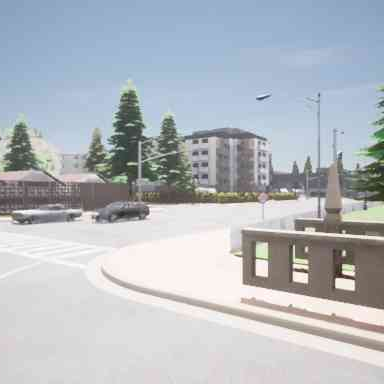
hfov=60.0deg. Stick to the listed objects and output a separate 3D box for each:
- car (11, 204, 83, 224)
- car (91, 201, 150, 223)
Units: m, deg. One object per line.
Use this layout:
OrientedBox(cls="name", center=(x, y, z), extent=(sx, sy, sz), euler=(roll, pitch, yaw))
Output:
OrientedBox(cls="car", center=(-10.554, 1.574, 24.391), extent=(1.895, 1.301, 4.718), euler=(0, 0, 38))
OrientedBox(cls="car", center=(-5.356, 1.467, 25.396), extent=(2.128, 1.511, 4.902), euler=(0, 0, 38))
